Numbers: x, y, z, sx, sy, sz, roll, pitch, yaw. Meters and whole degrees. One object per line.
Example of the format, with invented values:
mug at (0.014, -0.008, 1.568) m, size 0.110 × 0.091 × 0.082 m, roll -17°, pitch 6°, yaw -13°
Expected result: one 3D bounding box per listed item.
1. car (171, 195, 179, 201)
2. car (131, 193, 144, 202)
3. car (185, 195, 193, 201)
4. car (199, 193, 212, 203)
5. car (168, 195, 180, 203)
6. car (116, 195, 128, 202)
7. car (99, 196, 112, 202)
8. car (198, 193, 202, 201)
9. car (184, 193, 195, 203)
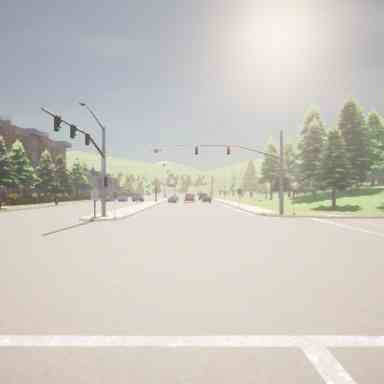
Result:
car at (-4.251, 1.486, 83.517) m, size 1.812 × 1.442 × 4.674 m, roll 0°, pitch 0°, yaw -1°
car at (-12.109, 1.217, 74.206) m, size 2.150 × 2.045 × 5.566 m, roll 0°, pitch 0°, yaw -1°
car at (-0.751, 1.462, 83.571) m, size 1.837 × 1.490 × 4.892 m, roll 0°, pitch 0°, yaw -1°
car at (2.988, 1.515, 67.991) m, size 1.837 × 1.490 × 4.892 m, roll 0°, pitch 0°, yaw -1°
car at (-4.011, 1.561, 67.884) m, size 2.033 × 1.411 × 5.357 m, roll 0°, pitch 0°, yaw -1°
car at (-15.609, 1.469, 74.182) m, size 1.882 × 1.535 × 5.008 m, roll 0°, pitch 0°, yaw -1°
car at (-19.109, 1.531, 74.129) m, size 2.033 × 1.411 × 5.357 m, roll 0°, pitch 0°, yaw -1°
car at (2.748, 1.192, 83.666) m, size 2.150 × 2.045 × 5.566 m, roll 0°, pitch 0°, yaw -1°
car at (-0.512, 1.256, 67.968) m, size 2.150 × 2.045 × 5.566 m, roll 0°, pitch 0°, yaw -1°
